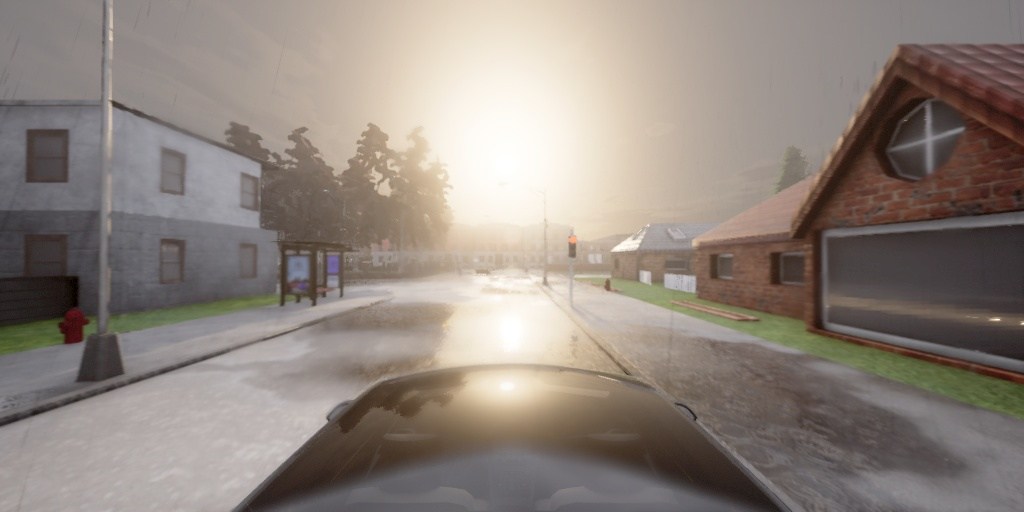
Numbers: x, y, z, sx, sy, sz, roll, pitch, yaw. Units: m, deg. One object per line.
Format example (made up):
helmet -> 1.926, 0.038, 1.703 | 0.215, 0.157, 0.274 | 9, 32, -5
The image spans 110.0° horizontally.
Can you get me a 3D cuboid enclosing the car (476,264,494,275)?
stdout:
car -> -4.048, 2.000, 51.306 | 1.895, 1.301, 4.718 | 0, -1, 1
